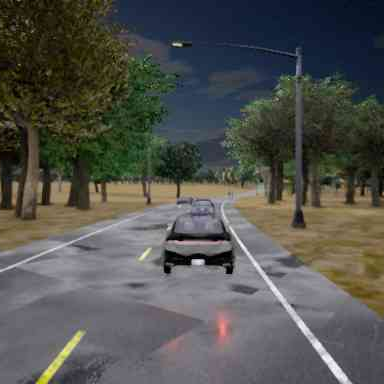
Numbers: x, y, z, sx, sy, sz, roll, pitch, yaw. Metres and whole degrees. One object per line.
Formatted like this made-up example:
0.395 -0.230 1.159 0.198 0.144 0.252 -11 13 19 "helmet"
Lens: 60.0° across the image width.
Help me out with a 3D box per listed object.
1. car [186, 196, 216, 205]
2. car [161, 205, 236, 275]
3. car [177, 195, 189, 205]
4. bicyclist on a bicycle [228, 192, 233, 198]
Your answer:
0.940 1.290 26.620 2.033 1.411 5.357 0 0 4 "car"
0.217 1.369 10.037 2.128 1.511 4.902 0 1 2 "car"
-0.955 1.167 47.416 1.994 1.385 4.181 0 0 6 "car"
9.875 0.845 87.859 0.659 1.776 1.843 0 1 11 "bicyclist on a bicycle"
